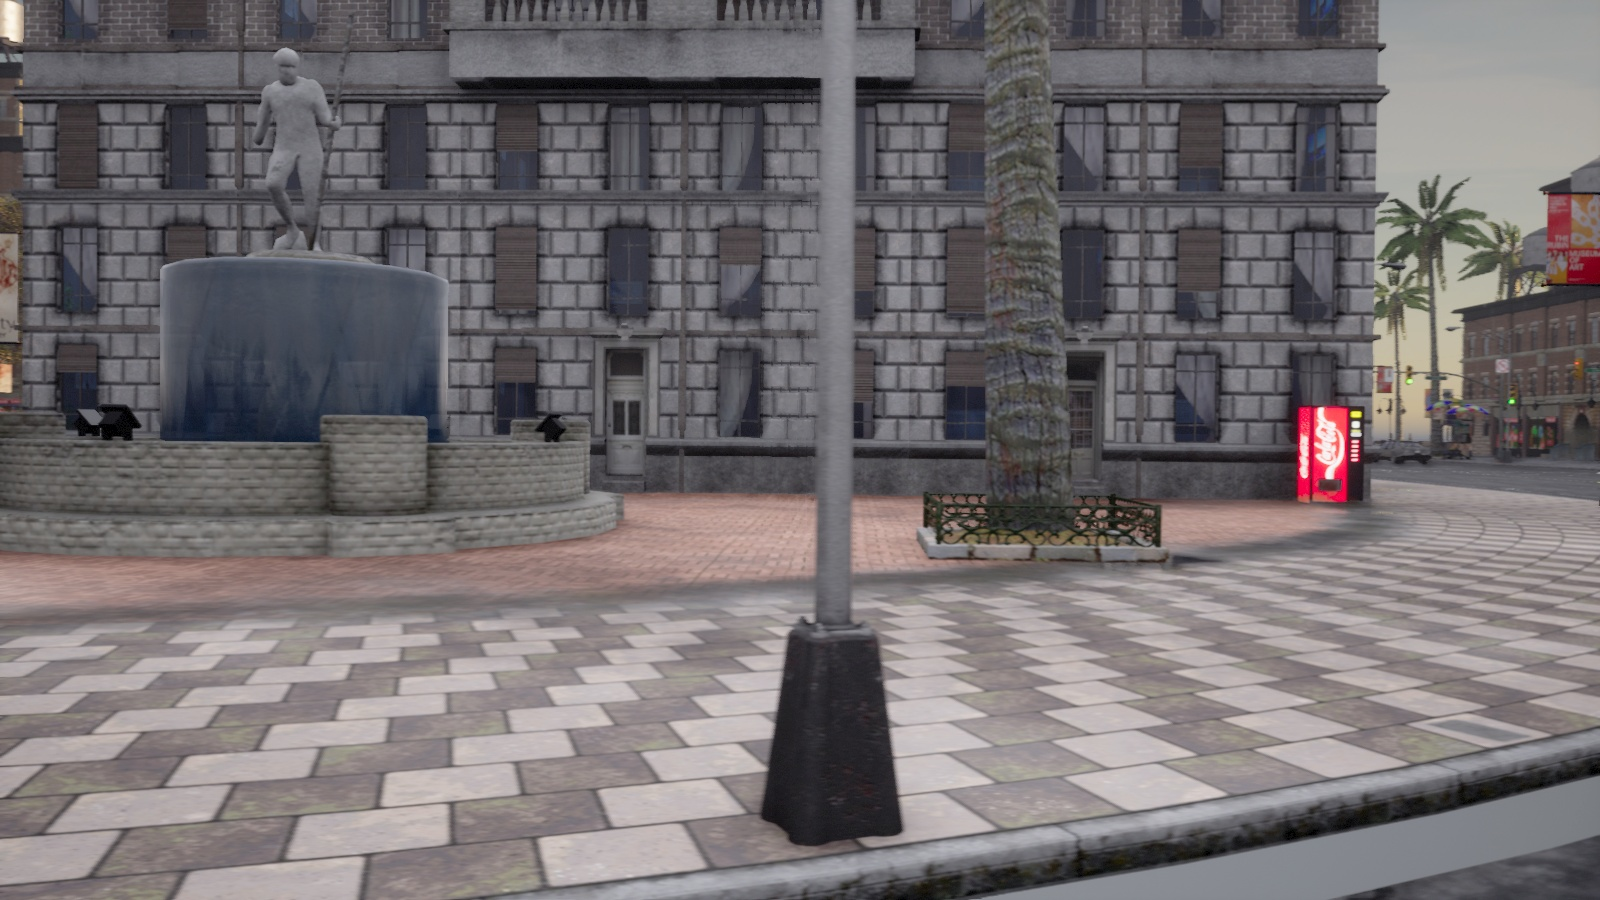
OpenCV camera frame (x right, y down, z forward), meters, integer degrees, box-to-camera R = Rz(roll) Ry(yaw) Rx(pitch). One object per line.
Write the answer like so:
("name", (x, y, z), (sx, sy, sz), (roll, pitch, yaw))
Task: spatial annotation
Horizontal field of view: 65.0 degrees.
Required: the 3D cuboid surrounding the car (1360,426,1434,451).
("car", (35.419, -0.674, 74.676), (2.033, 1.411, 5.357), (-1, 1, 3))
